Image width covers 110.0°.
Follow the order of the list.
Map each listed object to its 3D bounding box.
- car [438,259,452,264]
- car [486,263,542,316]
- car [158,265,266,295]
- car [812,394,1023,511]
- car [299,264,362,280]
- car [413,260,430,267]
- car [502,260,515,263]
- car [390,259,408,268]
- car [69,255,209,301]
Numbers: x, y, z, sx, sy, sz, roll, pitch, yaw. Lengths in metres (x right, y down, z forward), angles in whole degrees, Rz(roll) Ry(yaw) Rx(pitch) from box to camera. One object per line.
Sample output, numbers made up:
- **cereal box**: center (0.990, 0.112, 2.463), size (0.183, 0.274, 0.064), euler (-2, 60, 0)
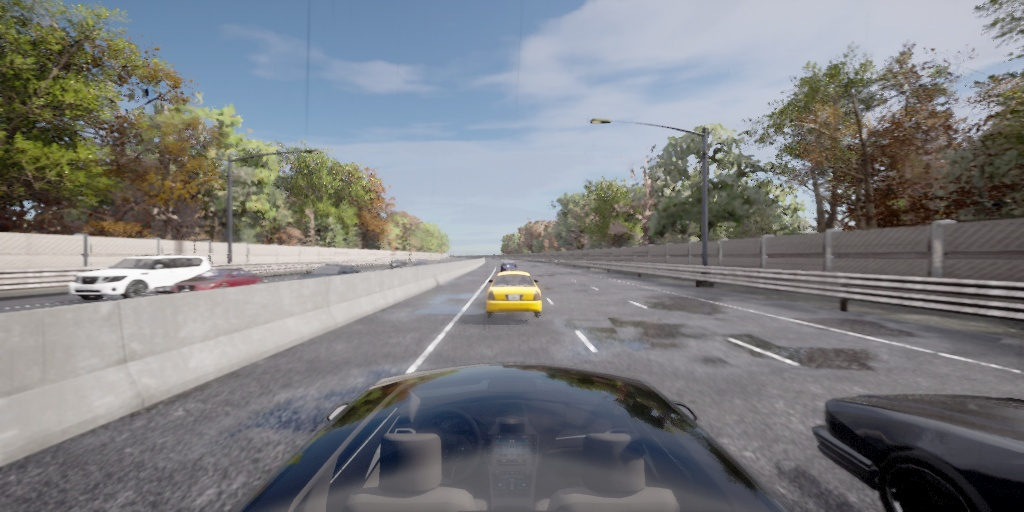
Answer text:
- **car**: center (-11.617, 1.251, 62.778), size (1.882, 1.535, 5.008), euler (0, 0, -1)
- **car**: center (0.049, 1.211, 13.238), size (1.801, 1.575, 5.366), euler (0, 0, 0)
- **car**: center (-14.188, 1.321, 17.572), size (1.994, 1.385, 4.181), euler (0, 0, -1)
- **car**: center (3.596, 1.297, 0.676), size (2.033, 1.411, 5.357), euler (0, 0, 0)
- **car**: center (-10.727, 1.235, 21.475), size (1.882, 1.535, 5.008), euler (0, 0, -1)
- **car**: center (-15.028, 1.330, 59.760), size (1.994, 1.385, 4.181), euler (0, 0, -1)
- **car**: center (-0.444, 1.270, 44.435), size (2.163, 1.488, 4.792), euler (0, 0, -1)
- **car**: center (-18.504, 1.257, 58.776), size (2.128, 1.511, 4.902), euler (0, 0, -1)
- **car**: center (-17.687, 0.978, 17.644), size (2.150, 2.045, 5.566), euler (0, 0, -1)
